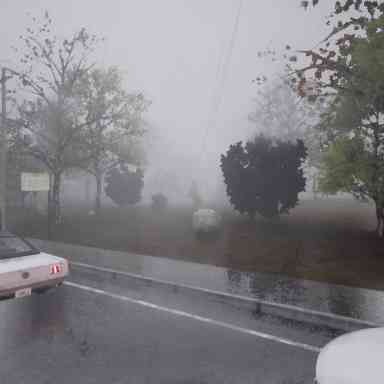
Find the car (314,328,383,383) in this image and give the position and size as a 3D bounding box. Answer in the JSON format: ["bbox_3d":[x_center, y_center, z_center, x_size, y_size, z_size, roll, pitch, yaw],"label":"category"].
[{"bbox_3d":[3.100,1.526,1.797,4.674,1.442,1.812,0,0,35],"label":"car"}]

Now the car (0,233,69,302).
[{"bbox_3d":[-4.968,1.601,7.534,4.718,1.301,1.895,0,0,36],"label":"car"}]
